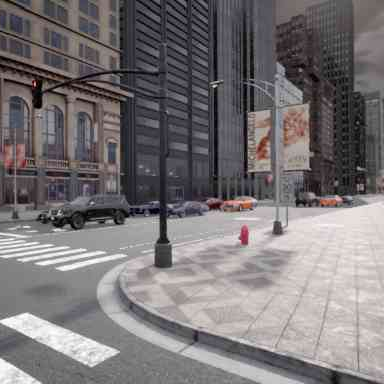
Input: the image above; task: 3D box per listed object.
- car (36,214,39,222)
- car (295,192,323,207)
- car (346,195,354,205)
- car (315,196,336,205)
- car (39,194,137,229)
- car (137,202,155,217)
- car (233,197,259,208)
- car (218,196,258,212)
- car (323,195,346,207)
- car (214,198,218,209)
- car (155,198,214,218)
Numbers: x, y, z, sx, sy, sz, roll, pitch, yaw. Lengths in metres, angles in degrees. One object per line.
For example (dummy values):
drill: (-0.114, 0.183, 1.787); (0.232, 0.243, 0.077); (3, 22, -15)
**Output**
car: (-8.859, 1.549, 23.876); (1.994, 1.385, 4.181); (-1, 0, 35)
car: (16.776, 1.081, 48.362); (2.150, 2.045, 5.566); (-1, 0, 36)
car: (25.299, 1.330, 54.727); (1.837, 1.490, 4.892); (-1, 0, 35)
car: (22.869, 1.396, 56.918); (2.033, 1.411, 5.357); (-1, 0, 35)
car: (-6.503, 1.185, 21.587); (2.150, 2.045, 5.566); (-1, 0, 35)
car: (-3.786, 1.564, 31.008); (1.895, 1.301, 4.718); (-1, 0, 35)
car: (7.700, 1.444, 47.075); (1.812, 1.442, 4.674); (-1, 0, 36)
car: (5.359, 1.264, 38.211); (2.097, 1.767, 4.553); (-1, 0, 36)
car: (19.914, 1.187, 47.162); (2.097, 1.767, 4.553); (-1, 0, 36)
car: (1.928, 1.417, 39.028); (1.882, 1.535, 5.008); (-1, 0, 36)
car: (-0.558, 1.484, 29.938); (2.033, 1.411, 5.357); (-1, 0, 35)
